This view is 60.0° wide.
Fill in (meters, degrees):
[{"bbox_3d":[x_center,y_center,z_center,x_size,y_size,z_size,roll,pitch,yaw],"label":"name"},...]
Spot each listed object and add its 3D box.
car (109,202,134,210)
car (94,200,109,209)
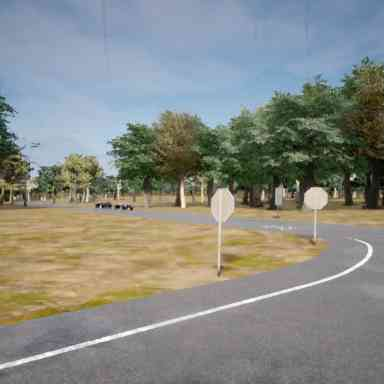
[{"bbox_3d":[-10.876,2.254,52.526,1.895,1.301,4.718,2,-2,-34],"label":"car"},{"bbox_3d":[-16.082,2.280,60.027,1.882,1.535,5.008,2,-2,-35],"label":"car"}]
